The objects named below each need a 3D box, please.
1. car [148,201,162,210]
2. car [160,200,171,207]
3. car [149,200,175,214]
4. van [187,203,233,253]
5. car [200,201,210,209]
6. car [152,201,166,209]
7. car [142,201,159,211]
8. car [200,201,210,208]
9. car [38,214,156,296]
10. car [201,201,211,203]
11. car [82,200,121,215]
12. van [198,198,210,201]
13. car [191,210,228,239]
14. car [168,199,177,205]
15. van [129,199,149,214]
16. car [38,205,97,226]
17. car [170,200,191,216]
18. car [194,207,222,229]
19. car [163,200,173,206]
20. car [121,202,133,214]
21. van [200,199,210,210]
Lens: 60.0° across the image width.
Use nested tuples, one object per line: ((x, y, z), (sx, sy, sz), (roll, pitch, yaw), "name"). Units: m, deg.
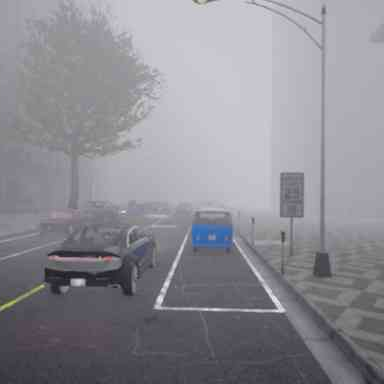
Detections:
((-6.262, 2.212, 56.757), (1.752, 1.417, 4.829), (1, -1, 2), "car")
((-5.740, 2.461, 72.077), (2.008, 1.369, 4.403), (1, -1, 2), "car")
((-3.928, 2.032, 44.162), (2.128, 1.511, 4.902), (1, -1, 2), "car")
((0.830, 1.536, 14.461), (1.690, 1.788, 3.998), (1, -1, 2), "van")
((2.491, 2.416, 63.314), (1.752, 1.417, 4.829), (1, -1, 2), "car")
((-6.076, 2.316, 62.212), (2.008, 1.369, 4.403), (1, -1, 2), "car")
((-6.436, 2.178, 51.640), (1.947, 1.339, 4.313), (1, -1, 2), "car")
((2.669, 2.533, 68.554), (1.947, 1.339, 4.313), (1, -1, 2), "car")
((-2.129, 1.575, 8.882), (2.128, 1.511, 4.902), (1, -1, 2), "car")
((1.563, 2.049, 36.096), (2.008, 1.369, 4.403), (1, -1, 2), "car")
((-7.333, 1.551, 25.217), (2.192, 1.841, 5.009), (1, -1, 2), "car")
((1.935, 1.994, 46.918), (1.690, 1.788, 3.998), (1, -1, 2), "van")
((1.010, 1.836, 19.867), (1.947, 1.339, 4.313), (1, -1, 2), "car")
((-5.184, 2.703, 88.399), (2.008, 1.369, 4.403), (1, -1, 2), "car")
((-6.793, 1.802, 41.073), (1.690, 1.788, 3.998), (1, -1, 2), "van")
((-7.517, 1.707, 19.929), (1.887, 1.381, 4.507), (1, -1, 2), "car")
((-1.018, 2.065, 39.870), (2.033, 1.411, 5.357), (1, -1, 2), "car")
((1.195, 1.890, 25.277), (1.887, 1.381, 4.507), (1, -1, 2), "car")
((-5.554, 2.535, 77.518), (1.887, 1.381, 4.507), (1, -1, 2), "car")
((-7.157, 1.861, 30.500), (2.008, 1.369, 4.403), (1, -1, 2), "car")
((2.304, 2.151, 57.738), (1.690, 1.788, 3.998), (1, -1, 2), "van")
